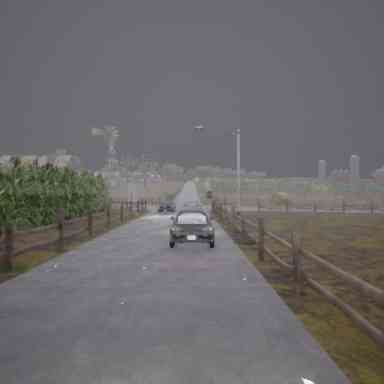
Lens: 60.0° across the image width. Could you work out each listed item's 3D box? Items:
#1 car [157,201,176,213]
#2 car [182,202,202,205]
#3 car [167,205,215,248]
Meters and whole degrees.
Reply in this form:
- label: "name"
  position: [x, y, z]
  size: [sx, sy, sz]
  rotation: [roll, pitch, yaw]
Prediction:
- label: "car"
  position: [-2.749, 1.639, 36.636]
  size: [1.895, 1.301, 4.718]
  rotation: [0, 0, 0]
- label: "car"
  position: [0.000, 1.561, 29.663]
  size: [1.994, 1.385, 4.181]
  rotation: [0, 0, 0]
- label: "car"
  position: [0.000, 1.528, 14.656]
  size: [1.812, 1.442, 4.674]
  rotation: [0, 0, 0]
